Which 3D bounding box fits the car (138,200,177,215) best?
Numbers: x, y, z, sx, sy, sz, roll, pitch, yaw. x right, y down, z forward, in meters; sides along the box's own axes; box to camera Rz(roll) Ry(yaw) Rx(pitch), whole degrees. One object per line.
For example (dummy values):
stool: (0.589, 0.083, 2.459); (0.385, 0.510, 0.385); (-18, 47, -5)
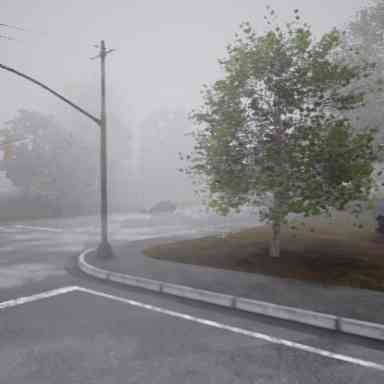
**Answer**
car: (-3.696, 1.637, 36.144); (1.837, 1.490, 4.892); (-1, 1, 38)
